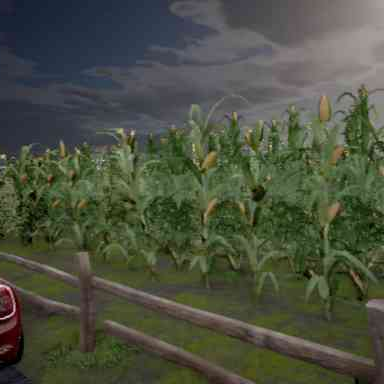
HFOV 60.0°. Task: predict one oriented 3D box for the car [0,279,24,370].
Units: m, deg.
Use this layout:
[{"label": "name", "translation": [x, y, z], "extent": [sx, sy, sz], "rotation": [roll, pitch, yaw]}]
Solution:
[{"label": "car", "translation": [-4.254, 1.393, 4.704], "extent": [4.553, 1.767, 2.097], "rotation": [-1, 1, 42]}]
